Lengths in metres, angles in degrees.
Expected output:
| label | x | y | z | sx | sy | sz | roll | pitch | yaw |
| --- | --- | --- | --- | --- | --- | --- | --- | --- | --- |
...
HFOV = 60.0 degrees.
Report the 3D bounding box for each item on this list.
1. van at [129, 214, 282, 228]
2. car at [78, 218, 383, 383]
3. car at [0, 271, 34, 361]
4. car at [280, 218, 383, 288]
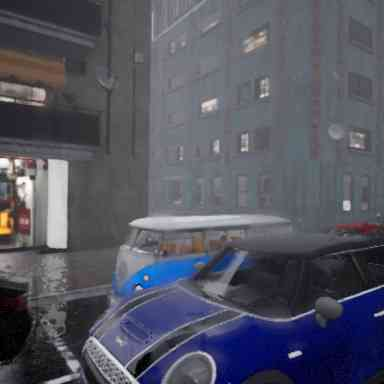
| label | x | y | z | sx | sy | sz | roll | pitch | yaw |
| --- | --- | --- | --- | --- | --- | --- | --- | --- | --- |
| van | 0.406 | 1.378 | 6.838 | 3.998 | 1.788 | 1.690 | 1 | 0 | -35 |
| car | 1.040 | 1.379 | 4.120 | 4.553 | 1.767 | 2.097 | 1 | 0 | -35 |
| car | -4.094 | 1.554 | 3.631 | 4.313 | 1.339 | 1.947 | 1 | 0 | -35 |
| car | 4.900 | 1.630 | 10.045 | 4.507 | 1.381 | 1.887 | 1 | 0 | -35 |
